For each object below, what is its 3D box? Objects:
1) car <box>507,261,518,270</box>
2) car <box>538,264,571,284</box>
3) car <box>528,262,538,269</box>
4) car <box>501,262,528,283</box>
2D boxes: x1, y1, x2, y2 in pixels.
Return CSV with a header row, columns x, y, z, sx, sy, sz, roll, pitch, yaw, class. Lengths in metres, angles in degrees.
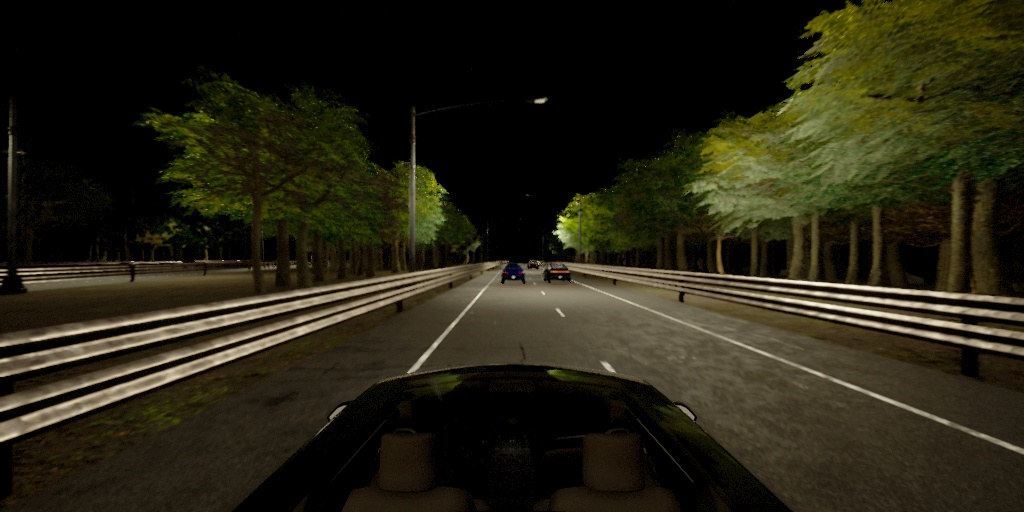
x,y,z,sx,sy,sz,roll,pitch,yaw,class
0.125,1.676,64.191,1.994,1.385,4.181,0,-1,0,car
3.613,1.388,29.158,2.128,1.511,4.902,0,0,0,car
3.626,1.711,63.529,1.895,1.301,4.718,0,0,0,car
0.114,1.420,29.314,1.812,1.442,4.674,0,0,0,car
